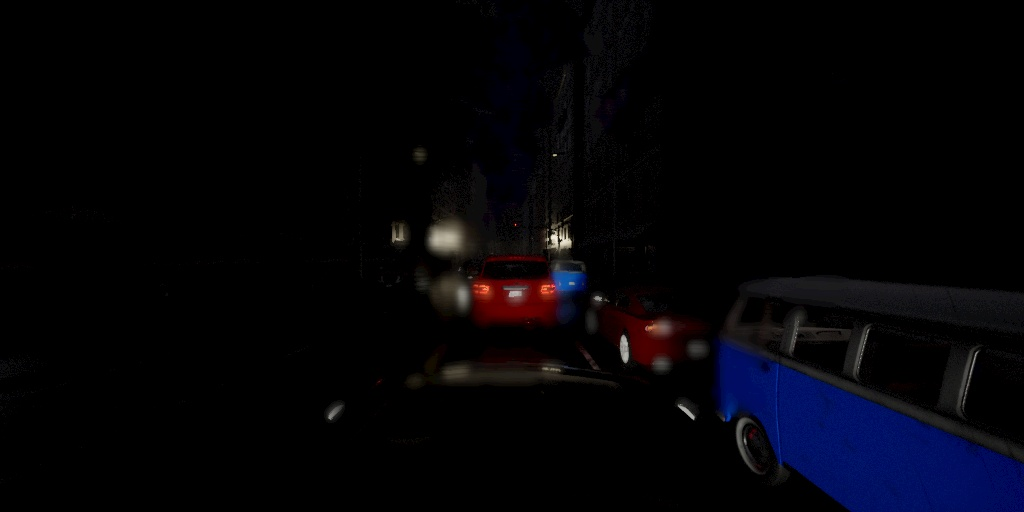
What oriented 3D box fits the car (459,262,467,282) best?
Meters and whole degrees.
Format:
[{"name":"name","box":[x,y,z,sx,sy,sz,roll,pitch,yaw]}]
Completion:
[{"name":"car","box":[-2.973,1.088,28.774,2.097,1.767,4.553,0,0,0]}]

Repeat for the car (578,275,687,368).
[{"name":"car","box":[2.863,1.294,7.733,1.888,1.381,4.507,0,0,0]}]

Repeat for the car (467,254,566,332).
[{"name":"car","box":[0.113,0.970,10.954,2.150,2.045,5.566,0,0,0]}]

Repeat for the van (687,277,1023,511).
[{"name":"van","box":[2.856,1.091,2.072,1.690,1.789,3.998,0,0,0]}]

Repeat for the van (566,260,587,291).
[{"name":"van","box":[2.878,1.086,19.054,1.690,1.789,3.998,0,0,0]}]

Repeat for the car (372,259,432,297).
[{"name":"car","box":[-5.647,1.060,19.025,2.192,1.841,5.009,0,0,0]}]
